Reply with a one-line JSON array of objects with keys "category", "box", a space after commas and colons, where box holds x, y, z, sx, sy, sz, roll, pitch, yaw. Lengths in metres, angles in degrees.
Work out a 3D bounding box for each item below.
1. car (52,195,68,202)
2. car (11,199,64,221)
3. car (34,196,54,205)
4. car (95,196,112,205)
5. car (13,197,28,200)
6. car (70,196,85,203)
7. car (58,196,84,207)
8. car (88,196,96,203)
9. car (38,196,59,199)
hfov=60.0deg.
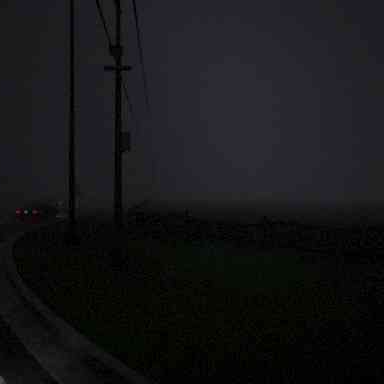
[{"category": "car", "box": [-27.264, 1.410, 69.055, 1.994, 1.385, 4.181, 0, 0, -5]}, {"category": "car", "box": [-12.753, 1.558, 27.692, 2.033, 1.411, 5.357, 0, 0, -4]}, {"category": "car", "box": [-26.326, 1.548, 59.190, 1.812, 1.442, 4.674, 0, 0, -5]}, {"category": "car", "box": [-15.813, 1.546, 60.578, 1.812, 1.442, 4.674, 0, 0, -6]}, {"category": "car", "box": [-29.762, 1.570, 58.350, 2.033, 1.411, 5.357, 0, 0, -5]}, {"category": "car", "box": [-23.722, 1.578, 68.860, 1.994, 1.385, 4.181, 0, 0, -5]}, {"category": "car", "box": [-18.396, 1.544, 50.792, 1.812, 1.442, 4.674, 0, 0, -5]}, {"category": "car", "box": [-20.234, 1.524, 69.119, 1.837, 1.490, 4.892, 0, 0, -5]}, {"category": "car", "box": [-21.917, 1.523, 50.850, 1.837, 1.490, 4.892, 0, 0, -5]}]
